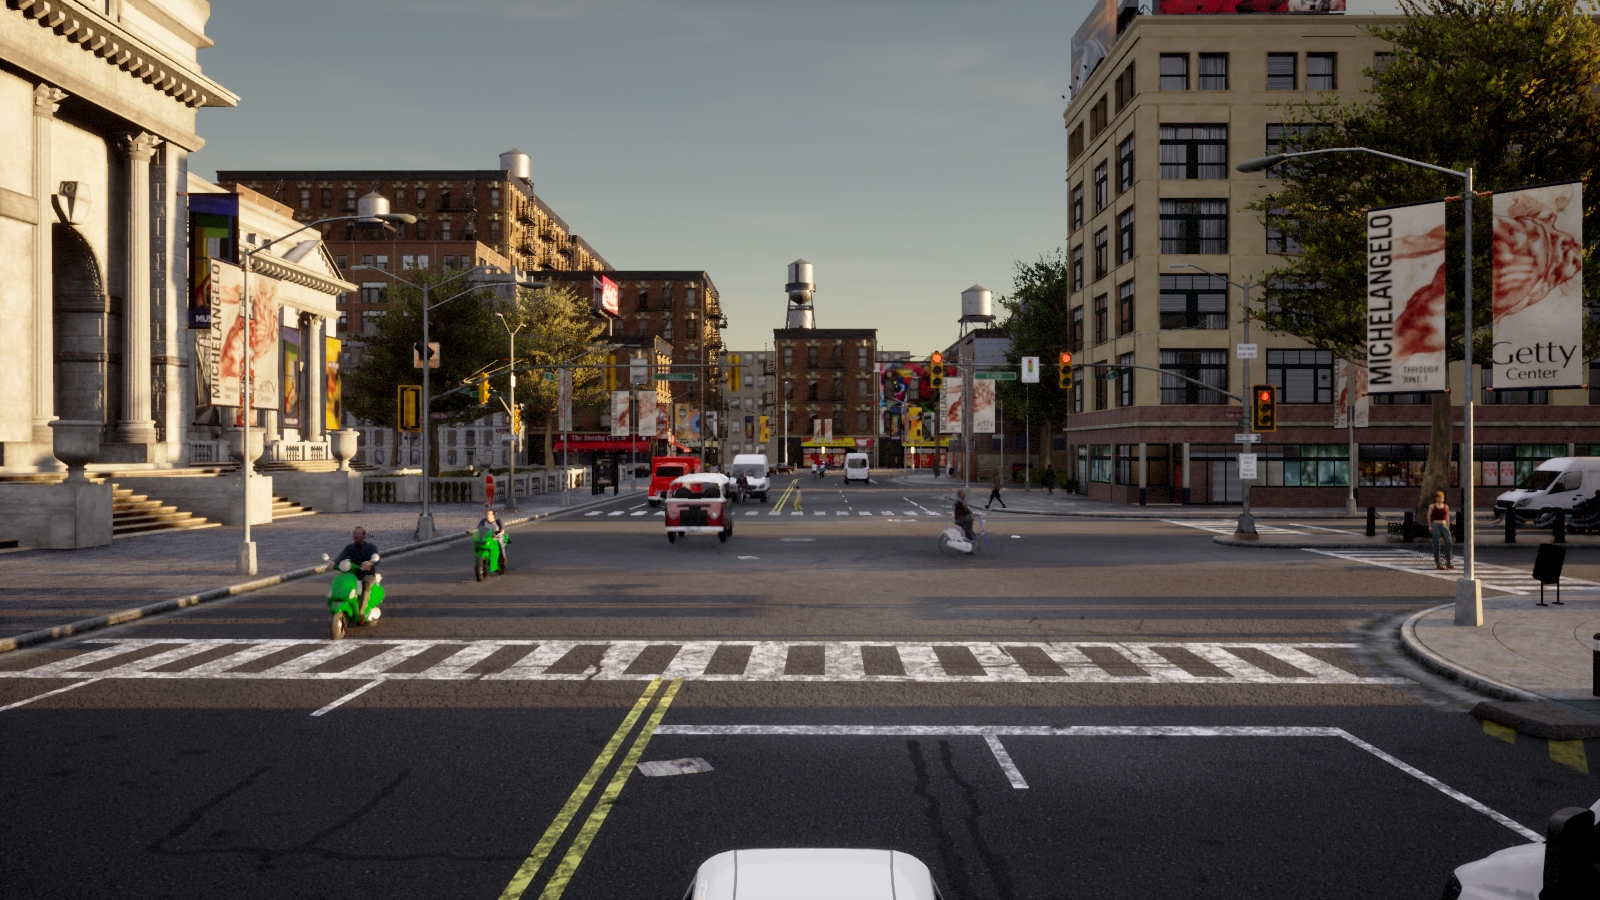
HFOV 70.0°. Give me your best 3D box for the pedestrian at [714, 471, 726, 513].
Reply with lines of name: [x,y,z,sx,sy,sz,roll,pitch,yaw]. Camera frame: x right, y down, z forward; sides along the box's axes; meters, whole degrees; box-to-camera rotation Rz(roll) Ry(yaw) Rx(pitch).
pedestrian: [-3.554,1.849,50.694,0.375,1.860,0.375,0,0,23]

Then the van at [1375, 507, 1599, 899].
van: [3.538,1.534,2.141,1.988,2.561,5.915,0,0,1]

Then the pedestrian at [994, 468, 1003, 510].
pedestrian: [8.913,1.749,51.393,0.375,1.860,0.375,0,0,4]

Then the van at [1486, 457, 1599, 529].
van: [28.485,1.534,41.518,5.915,2.561,1.988,0,0,1]

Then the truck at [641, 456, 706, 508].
truck: [-6.289,1.570,57.549,2.627,2.467,5.204,0,0,1]

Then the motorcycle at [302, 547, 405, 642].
motorcycle: [-6.819,2.182,17.539,0.856,1.236,1.805,0,0,1]

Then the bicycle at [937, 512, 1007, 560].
bicycle: [4.425,2.209,29.533,1.835,1.171,0.329,-1,-2,35]

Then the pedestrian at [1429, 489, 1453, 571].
pedestrian: [14.885,1.848,26.550,0.375,1.860,0.375,0,0,6]

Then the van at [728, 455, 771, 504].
van: [-2.717,1.535,62.344,1.988,2.561,5.915,0,0,1]

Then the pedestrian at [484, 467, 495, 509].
pedestrian: [-13.856,1.697,50.977,0.375,1.860,0.375,0,0,3]

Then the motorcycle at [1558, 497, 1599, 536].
motorcycle: [26.649,2.205,38.041,2.209,1.251,0.867,0,0,1]

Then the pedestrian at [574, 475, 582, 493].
pedestrian: [-13.736,2.076,70.744,0.500,1.100,0.500,0,0,-8]

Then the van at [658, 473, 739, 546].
van: [-3.078,1.782,35.496,2.069,2.038,4.480,0,0,1]

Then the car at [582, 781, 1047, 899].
car: [0.047,2.120,3.817,1.481,1.376,2.207,0,0,0]

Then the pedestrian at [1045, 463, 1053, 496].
pedestrian: [14.393,1.696,65.925,0.375,1.860,0.375,0,0,-1]

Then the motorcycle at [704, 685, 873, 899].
motorcycle: [-0.047,2.182,6.691,0.856,1.236,1.805,0,0,1]

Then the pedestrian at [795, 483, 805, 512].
pedestrian: [-0.012,2.128,51.318,0.375,1.300,0.375,0,0,-9]

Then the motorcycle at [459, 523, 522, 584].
motorcycle: [-6.695,2.213,24.818,0.803,1.145,2.033,0,0,1]
